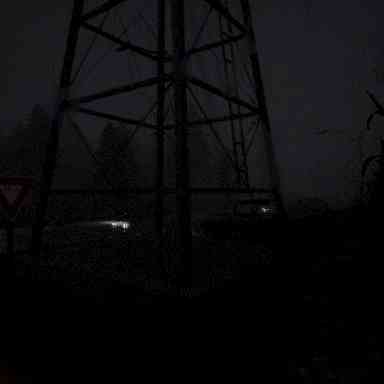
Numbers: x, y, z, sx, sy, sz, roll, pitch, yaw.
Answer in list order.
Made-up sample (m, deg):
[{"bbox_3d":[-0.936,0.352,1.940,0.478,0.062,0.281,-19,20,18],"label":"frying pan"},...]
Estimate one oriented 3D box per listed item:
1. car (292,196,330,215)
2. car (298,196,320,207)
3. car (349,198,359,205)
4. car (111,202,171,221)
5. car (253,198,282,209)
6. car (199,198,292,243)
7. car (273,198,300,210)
[{"bbox_3d":[10.280,1.402,30.179,3.988,1.617,1.851,0,0,35],"label":"car"},{"bbox_3d":[18.000,1.460,51.061,1.837,1.490,4.892,0,0,36],"label":"car"},{"bbox_3d":[29.307,1.469,57.156,4.181,1.381,1.994,0,0,35],"label":"car"},{"bbox_3d":[-3.970,1.529,26.983,2.033,1.411,5.357,0,0,36],"label":"car"},{"bbox_3d":[10.775,1.527,47.124,2.033,1.411,5.357,0,0,37],"label":"car"},{"bbox_3d":[2.273,1.262,15.172,3.866,1.878,1.905,0,0,5],"label":"car"},{"bbox_3d":[12.313,1.520,43.159,1.994,1.385,4.181,0,0,37],"label":"car"}]
